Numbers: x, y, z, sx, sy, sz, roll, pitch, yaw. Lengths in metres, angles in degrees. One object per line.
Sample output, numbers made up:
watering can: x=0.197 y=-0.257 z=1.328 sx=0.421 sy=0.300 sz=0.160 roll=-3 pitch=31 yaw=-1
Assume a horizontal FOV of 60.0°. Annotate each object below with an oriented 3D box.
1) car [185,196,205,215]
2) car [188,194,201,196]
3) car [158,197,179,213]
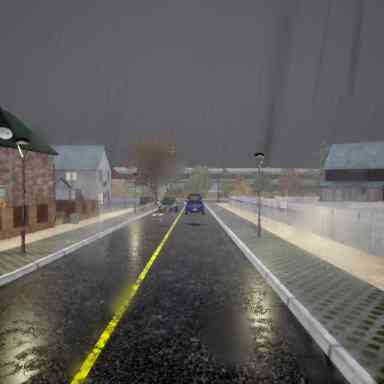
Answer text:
car: x=0.284 y=1.470 z=33.735 sx=1.882 sy=1.535 sz=5.008 roll=0 pitch=0 yaw=0
car: x=0.339 y=1.221 z=44.268 sx=2.150 sy=2.045 sz=5.566 roll=0 pitch=0 yaw=0
car: x=-2.576 y=1.345 z=37.511 sx=2.097 sy=1.767 sz=4.553 roll=0 pitch=0 yaw=1
